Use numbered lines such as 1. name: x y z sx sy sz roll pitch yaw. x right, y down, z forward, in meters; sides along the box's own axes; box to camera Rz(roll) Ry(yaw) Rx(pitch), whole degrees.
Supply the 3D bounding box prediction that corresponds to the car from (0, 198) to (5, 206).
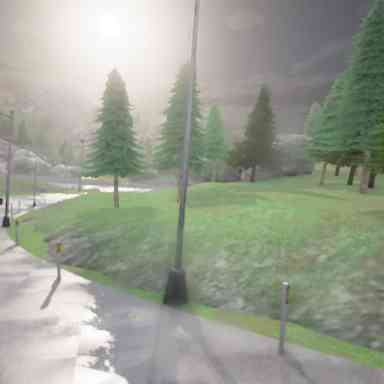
1. car: -22.278 0.920 36.555 1.895 1.301 4.718 4 1 -12
